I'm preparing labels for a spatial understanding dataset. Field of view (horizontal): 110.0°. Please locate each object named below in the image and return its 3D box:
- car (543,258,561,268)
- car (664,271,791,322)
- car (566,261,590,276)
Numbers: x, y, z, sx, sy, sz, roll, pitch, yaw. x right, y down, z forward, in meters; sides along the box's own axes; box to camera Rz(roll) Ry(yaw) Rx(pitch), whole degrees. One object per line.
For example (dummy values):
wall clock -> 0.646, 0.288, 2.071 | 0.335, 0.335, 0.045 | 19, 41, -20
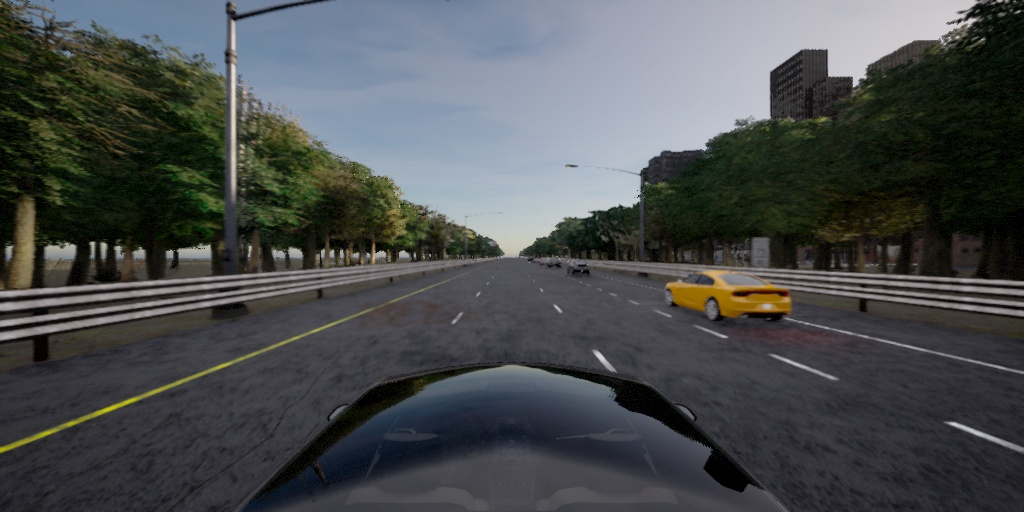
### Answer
car -> 6.986, 1.140, 61.110 | 2.097, 1.767, 4.553 | 0, 0, 0
car -> 6.996, 1.233, 12.311 | 1.882, 1.535, 5.008 | 0, 0, 0
car -> 6.981, 1.274, 38.231 | 1.837, 1.490, 4.892 | 0, 0, 0
